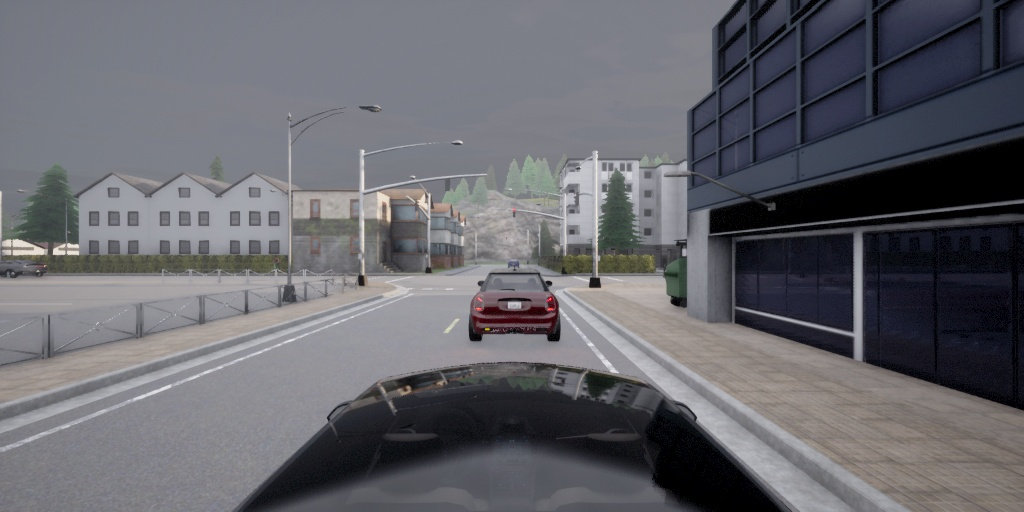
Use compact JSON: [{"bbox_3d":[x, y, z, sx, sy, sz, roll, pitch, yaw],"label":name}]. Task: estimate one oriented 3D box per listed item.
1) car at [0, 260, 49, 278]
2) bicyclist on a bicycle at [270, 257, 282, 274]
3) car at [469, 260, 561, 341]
[{"bbox_3d":[-42.115,1.065,30.065,4.902,1.511,2.128,0,0,0],"label":"car"},{"bbox_3d":[-22.226,0.874,33.826,0.582,1.620,1.656,0,0,0],"label":"bicyclist on a bicycle"},{"bbox_3d":[0.081,1.102,9.993,2.097,1.767,4.553,0,0,1],"label":"car"}]
